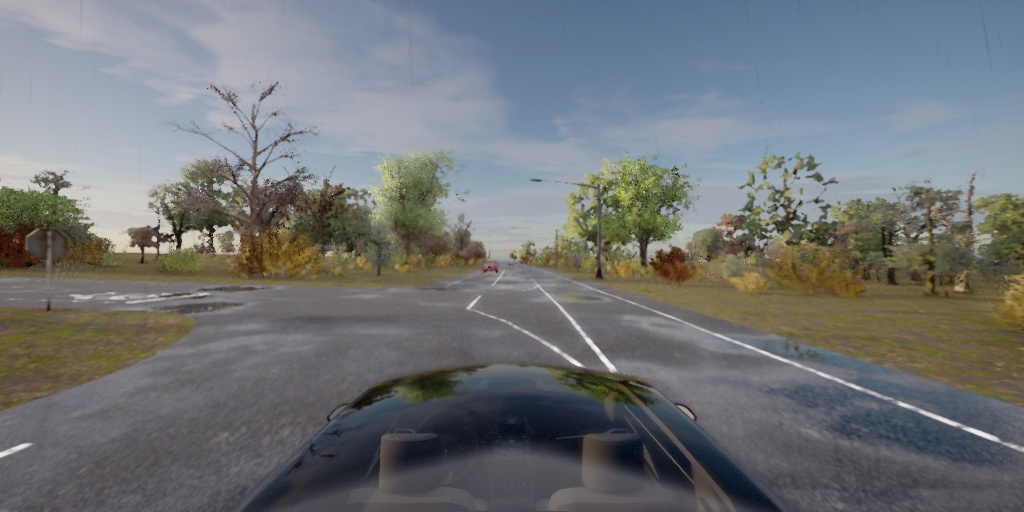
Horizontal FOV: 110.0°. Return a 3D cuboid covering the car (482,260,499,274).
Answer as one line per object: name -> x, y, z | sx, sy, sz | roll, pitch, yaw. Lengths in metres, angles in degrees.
car -> -3.152, 1.535, 52.942 | 2.150, 2.045, 5.566 | 0, -1, 0
